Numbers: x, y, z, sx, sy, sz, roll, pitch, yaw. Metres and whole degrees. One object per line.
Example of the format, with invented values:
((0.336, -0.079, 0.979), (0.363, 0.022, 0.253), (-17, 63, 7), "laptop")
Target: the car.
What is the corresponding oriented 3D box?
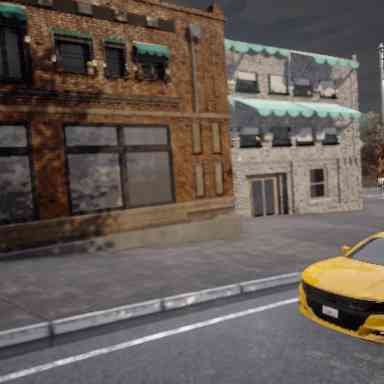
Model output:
((4.138, 1.488, 6.198), (5.008, 1.535, 1.882), (0, 0, -32), "car")
